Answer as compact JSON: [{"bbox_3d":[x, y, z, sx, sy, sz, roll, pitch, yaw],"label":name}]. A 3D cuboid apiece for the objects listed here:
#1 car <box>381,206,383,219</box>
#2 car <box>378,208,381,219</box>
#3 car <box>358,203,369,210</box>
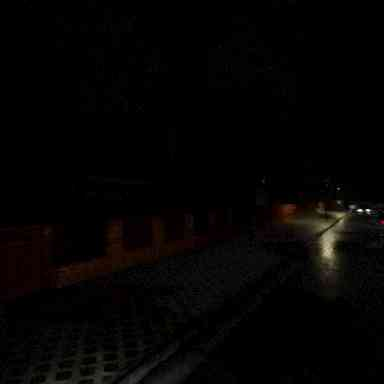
[{"bbox_3d":[16.668,1.998,26.852,1.882,1.535,5.008,0,-1,28],"label":"car"},{"bbox_3d":[22.003,2.224,37.112,1.812,1.442,4.674,0,-1,28],"label":"car"},{"bbox_3d":[33.221,2.719,64.322,1.895,1.301,4.718,0,-1,28],"label":"car"}]
